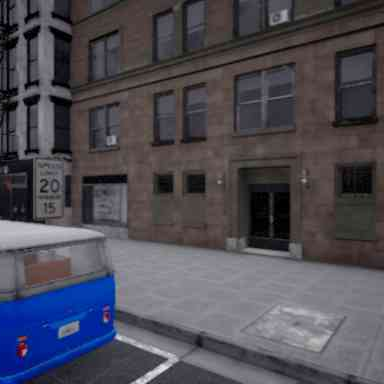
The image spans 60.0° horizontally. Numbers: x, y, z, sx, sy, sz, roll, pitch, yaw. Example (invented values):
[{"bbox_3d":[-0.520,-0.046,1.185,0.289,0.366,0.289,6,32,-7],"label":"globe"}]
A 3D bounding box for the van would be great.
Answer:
[{"bbox_3d":[-2.915,1.335,4.887,3.998,1.788,1.690,0,0,35],"label":"van"}]
